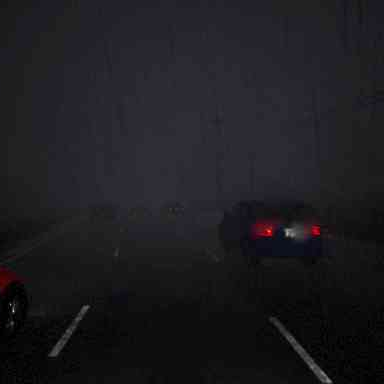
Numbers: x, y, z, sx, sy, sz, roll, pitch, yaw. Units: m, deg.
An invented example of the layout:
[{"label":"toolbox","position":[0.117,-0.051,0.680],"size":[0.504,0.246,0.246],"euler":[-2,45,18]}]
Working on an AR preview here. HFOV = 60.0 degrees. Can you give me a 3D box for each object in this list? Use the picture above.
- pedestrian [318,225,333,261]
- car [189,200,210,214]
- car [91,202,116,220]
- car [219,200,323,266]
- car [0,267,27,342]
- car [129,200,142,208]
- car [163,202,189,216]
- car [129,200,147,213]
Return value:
[{"label":"pedestrian","position":[4.386,1.642,11.055],"size":[0.375,1.300,0.375],"euler":[0,0,-7]},{"label":"car","position":[0.786,1.742,39.771],"size":[2.128,1.511,4.902],"euler":[0,-1,-11]},{"label":"car","position":[-7.956,1.673,29.991],"size":[1.882,1.535,5.008],"euler":[0,0,-11]},{"label":"car","position":[2.528,1.298,12.032],"size":[2.150,2.045,5.566],"euler":[0,0,-8]},{"label":"car","position":[-3.704,1.378,3.666],"size":[2.097,1.767,4.553],"euler":[0,0,-3]},{"label":"car","position":[-9.410,1.956,54.965],"size":[1.895,1.301,4.718],"euler":[0,0,-11]},{"label":"car","position":[-2.054,1.779,36.134],"size":[2.033,1.411,5.357],"euler":[0,0,-11]},{"label":"car","position":[-6.766,1.871,41.826],"size":[1.895,1.301,4.718],"euler":[0,0,-11]}]
